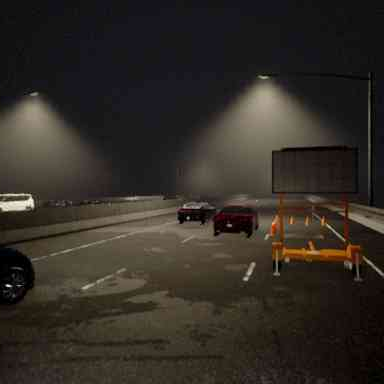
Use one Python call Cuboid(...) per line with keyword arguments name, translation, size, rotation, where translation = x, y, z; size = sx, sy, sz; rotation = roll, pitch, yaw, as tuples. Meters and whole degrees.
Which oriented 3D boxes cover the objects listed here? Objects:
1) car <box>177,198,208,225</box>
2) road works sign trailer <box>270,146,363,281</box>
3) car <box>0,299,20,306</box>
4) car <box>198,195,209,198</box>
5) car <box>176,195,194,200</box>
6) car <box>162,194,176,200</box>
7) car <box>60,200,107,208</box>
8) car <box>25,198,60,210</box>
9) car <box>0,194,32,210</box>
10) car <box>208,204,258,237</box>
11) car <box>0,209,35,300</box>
Cuboid(name="car", translation=(0.453, 1.467, 23.694), size=(2.128, 1.511, 4.902), rotation=(0, 0, 16))
Cuboid(name="road works sign trailer", translation=(3.637, 0.454, 10.017), size=(2.380, 3.560, 2.880), rotation=(0, 0, 16))
Cuboid(name="car", translation=(-2.794, 1.548, 0.149), size=(2.033, 1.411, 5.357), rotation=(0, 0, 16))
Cuboid(name="car", translation=(2.385, 1.412, 68.035), size=(1.837, 1.490, 4.892), rotation=(0, 1, 17))
Cuboid(name="car", translation=(-1.009, 1.427, 68.881), size=(2.128, 1.511, 4.902), rotation=(0, 0, 16))
Cuboid(name="car", translation=(-4.616, 1.270, 69.008), size=(2.097, 1.767, 4.553), rotation=(0, 0, 16))
Cuboid(name="car", translation=(-9.048, 1.478, 29.319), size=(1.837, 1.490, 4.892), rotation=(0, 0, 16))
Cuboid(name="car", translation=(-12.412, 1.478, 30.287), size=(1.837, 1.490, 4.892), rotation=(0, 0, 16))
Cuboid(name="car", translation=(-16.383, 1.197, 29.183), size=(2.150, 2.045, 5.566), rotation=(0, 0, 16))
Cuboid(name="car", translation=(2.497, 1.459, 18.218), size=(1.882, 1.535, 5.008), rotation=(0, 0, 16))
Cuboid(name="car", translation=(-4.873, 1.349, 5.501), size=(2.097, 1.767, 4.553), rotation=(0, 0, 16))
